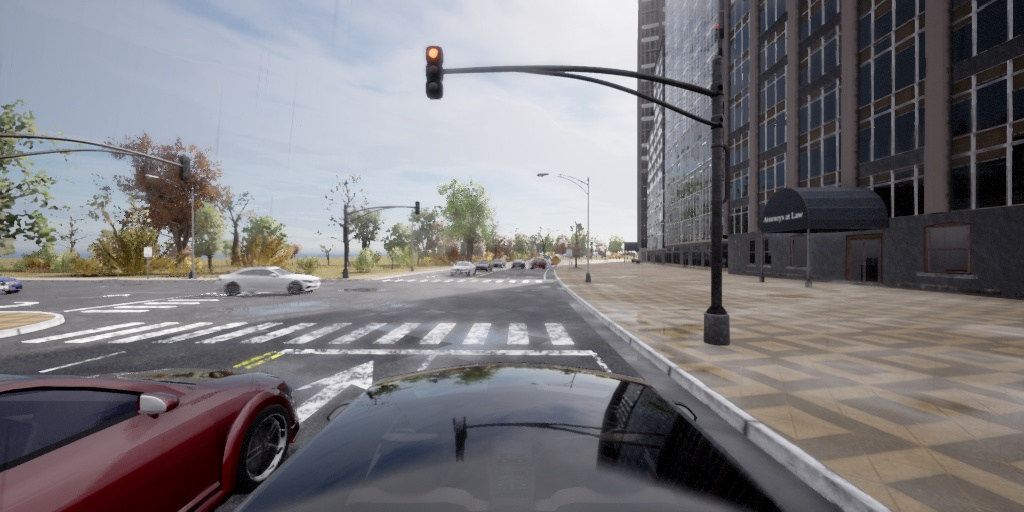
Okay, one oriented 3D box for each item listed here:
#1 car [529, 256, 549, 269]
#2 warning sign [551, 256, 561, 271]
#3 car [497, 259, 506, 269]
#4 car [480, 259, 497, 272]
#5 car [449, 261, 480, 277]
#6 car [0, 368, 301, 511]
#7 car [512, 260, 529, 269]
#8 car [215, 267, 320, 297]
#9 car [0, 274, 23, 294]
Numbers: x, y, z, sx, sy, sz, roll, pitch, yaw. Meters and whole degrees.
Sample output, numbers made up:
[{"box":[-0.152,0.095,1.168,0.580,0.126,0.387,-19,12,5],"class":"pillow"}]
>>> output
[{"box":[4.234,1.107,55.459,2.097,1.767,4.553,0,0,8],"class":"car"},{"box":[5.412,0.868,44.026,1.300,1.860,1.060,0,0,7],"class":"warning sign"},{"box":[-2.162,1.258,57.856,1.837,1.490,4.892,0,0,9],"class":"car"},{"box":[-3.713,1.297,46.960,2.033,1.411,5.357,0,0,6],"class":"car"},{"box":[-4.867,1.273,36.367,1.812,1.442,4.674,0,0,6],"class":"car"},{"box":[-3.108,1.314,1.880,1.994,1.385,4.181,0,0,0],"class":"car"},{"box":[1.161,1.279,56.886,1.812,1.442,4.674,0,0,9],"class":"car"},{"box":[-12.665,1.281,18.751,4.674,1.442,1.812,0,0,-10],"class":"car"},{"box":[-28.251,1.339,18.433,4.674,1.442,1.812,0,0,2],"class":"car"}]
